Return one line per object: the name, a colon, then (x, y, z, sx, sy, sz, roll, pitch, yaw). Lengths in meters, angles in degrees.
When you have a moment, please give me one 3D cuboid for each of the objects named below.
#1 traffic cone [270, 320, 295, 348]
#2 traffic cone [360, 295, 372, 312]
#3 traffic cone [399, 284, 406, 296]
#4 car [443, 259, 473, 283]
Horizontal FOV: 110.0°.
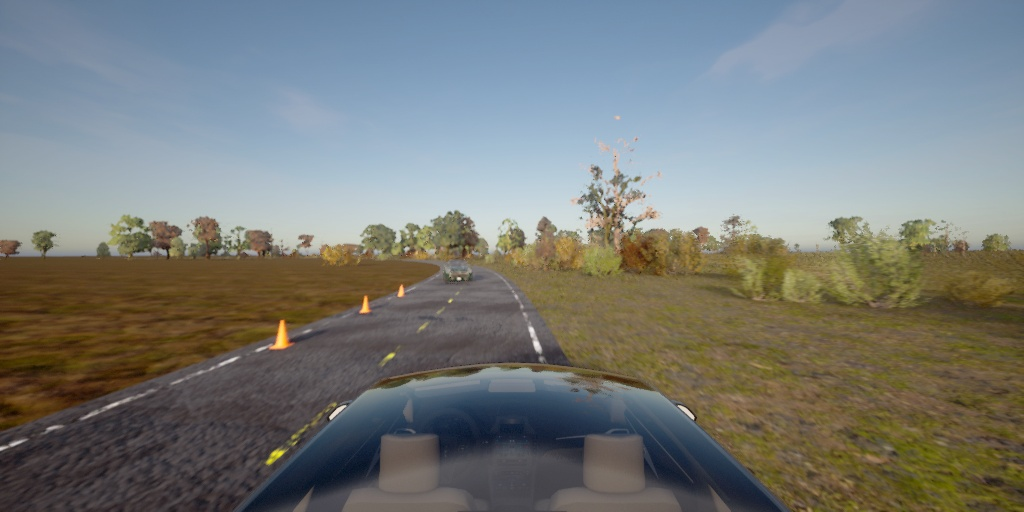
traffic cone: (-5.141, 1.725, 8.042, 0.340, 0.580, 0.340, 0, 0, -1)
traffic cone: (-5.289, 1.717, 12.993, 0.340, 0.580, 0.340, 0, 0, -2)
traffic cone: (-5.523, 1.709, 17.940, 0.340, 0.580, 0.340, 0, 0, -3)
car: (-4.281, 1.076, 28.140, 2.097, 1.767, 4.553, 0, 0, -12)
